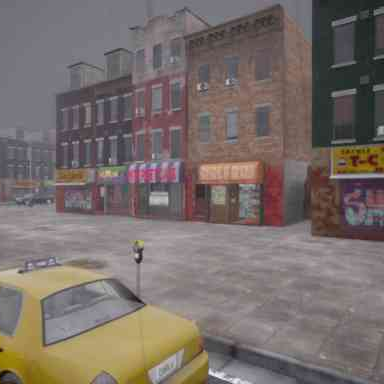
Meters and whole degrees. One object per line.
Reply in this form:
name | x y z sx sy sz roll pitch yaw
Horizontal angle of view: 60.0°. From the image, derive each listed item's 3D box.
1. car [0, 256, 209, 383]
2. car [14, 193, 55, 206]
car | -2.107 1.525 4.301 4.829 1.417 1.752 0 0 35
car | -20.065 0.884 42.495 1.837 1.490 4.892 0 2 35
